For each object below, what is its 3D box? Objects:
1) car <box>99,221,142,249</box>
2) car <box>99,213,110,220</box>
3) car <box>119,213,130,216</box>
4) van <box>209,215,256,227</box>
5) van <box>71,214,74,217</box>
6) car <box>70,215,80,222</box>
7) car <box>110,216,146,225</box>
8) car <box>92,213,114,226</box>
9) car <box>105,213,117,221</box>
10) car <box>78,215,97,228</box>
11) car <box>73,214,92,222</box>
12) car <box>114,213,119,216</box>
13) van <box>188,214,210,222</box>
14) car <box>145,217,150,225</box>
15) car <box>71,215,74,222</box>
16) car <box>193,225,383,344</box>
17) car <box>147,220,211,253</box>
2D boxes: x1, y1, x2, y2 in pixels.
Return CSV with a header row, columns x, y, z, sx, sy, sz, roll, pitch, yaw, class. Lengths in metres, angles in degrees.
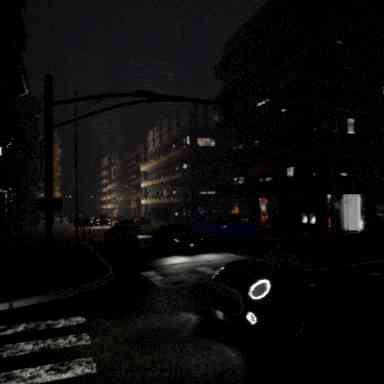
x,y,z,sx,sy,sz,roll,pitch,yaw,class
-4.636,2.828,21.434,1.802,1.307,4.206,-1,-3,-22,car
-24.147,6.648,91.961,2.192,1.841,5.009,-1,-3,-22,car
-11.626,4.973,60.996,1.752,1.417,4.829,-1,-3,-22,car
3.104,2.573,24.547,1.690,1.788,3.998,-1,-3,-22,van
-21.415,5.110,62.930,1.690,1.788,3.998,-1,-3,-22,van
-27.733,6.266,78.462,2.008,1.369,4.403,-1,-3,-22,car
-6.346,3.404,32.512,2.033,1.411,5.357,0,-3,-22,car
-13.885,4.360,51.429,2.097,1.767,4.553,0,-3,-22,car
-19.955,6.016,81.590,2.192,1.841,5.009,-1,-3,-22,car
-15.118,4.404,47.362,1.802,1.307,4.206,-1,-3,-22,car
-17.219,4.578,52.554,1.967,1.590,4.097,-1,-3,-22,car
-15.763,5.385,71.219,2.192,1.841,5.009,-1,-3,-22,car
1.008,2.888,29.733,1.690,1.788,3.998,-1,-3,-22,van
-7.368,4.390,50.465,1.802,1.307,4.206,-1,-3,-22,car
-19.311,5.004,57.734,2.008,1.369,4.403,-1,-3,-22,car
2.596,1.670,6.979,4.553,1.767,2.097,0,-3,-21,car
-0.917,2.568,19.118,1.812,1.442,4.674,0,-3,-23,car
